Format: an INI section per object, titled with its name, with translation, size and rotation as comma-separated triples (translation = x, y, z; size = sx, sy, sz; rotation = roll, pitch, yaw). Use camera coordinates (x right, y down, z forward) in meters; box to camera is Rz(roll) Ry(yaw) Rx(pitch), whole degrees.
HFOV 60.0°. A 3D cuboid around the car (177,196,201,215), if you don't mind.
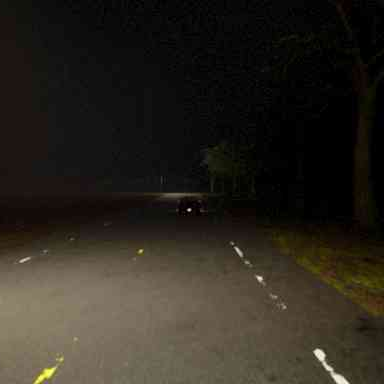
[car]
translation = -0.247, 1.169, 29.762
size = 1.837, 1.490, 4.892
rotation = 0, 1, -1
